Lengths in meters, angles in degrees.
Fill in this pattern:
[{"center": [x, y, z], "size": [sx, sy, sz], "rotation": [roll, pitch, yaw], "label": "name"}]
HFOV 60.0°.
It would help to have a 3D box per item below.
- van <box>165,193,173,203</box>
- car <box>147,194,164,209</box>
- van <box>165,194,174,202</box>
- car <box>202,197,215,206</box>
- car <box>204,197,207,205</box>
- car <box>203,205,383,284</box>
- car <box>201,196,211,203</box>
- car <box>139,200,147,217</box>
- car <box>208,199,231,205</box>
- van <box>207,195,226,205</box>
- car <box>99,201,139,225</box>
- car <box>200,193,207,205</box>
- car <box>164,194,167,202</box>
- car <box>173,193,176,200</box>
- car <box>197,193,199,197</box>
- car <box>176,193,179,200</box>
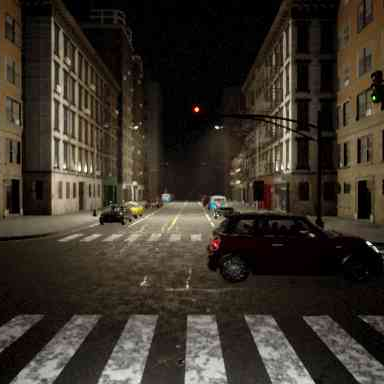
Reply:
[{"center": [-5.295, 1.317, 67.007], "size": [1.690, 1.788, 3.998], "rotation": [0, 0, 0], "label": "van"}, {"center": [-5.318, 1.423, 45.383], "size": [1.967, 1.590, 4.097], "rotation": [0, 0, 0], "label": "car"}, {"center": [-5.283, 1.314, 77.820], "size": [1.690, 1.788, 3.998], "rotation": [0, 0, 0], "label": "van"}, {"center": [2.760, 1.545, 56.180], "size": [1.947, 1.339, 4.313], "rotation": [0, 0, 0], "label": "car"}, {"center": [2.723, 1.567, 39.962], "size": [1.802, 1.307, 4.206], "rotation": [0, 0, 0], "label": "car"}, {"center": [2.643, 1.368, 9.132], "size": [4.553, 1.767, 2.097], "rotation": [0, 0, 0], "label": "car"}, {"center": [2.785, 1.501, 67.162], "size": [1.752, 1.417, 4.829], "rotation": [0, 0, 0], "label": "car"}, {"center": [-5.337, 1.514, 28.994], "size": [1.752, 1.417, 4.829], "rotation": [0, 0, 0], "label": "car"}, {"center": [2.698, 1.540, 29.149], "size": [2.008, 1.369, 4.403], "rotation": [0, 0, 0], "label": "car"}, {"center": [2.710, 1.328, 34.555], "size": [1.690, 1.788, 3.998], "rotation": [0, 0, 0], "label": "van"}, {"center": [-5.342, 1.542, 23.758], "size": [2.008, 1.369, 4.403], "rotation": [0, 0, 0], "label": "car"}, {"center": [2.748, 1.296, 50.774], "size": [2.192, 1.841, 5.009], "rotation": [0, 0, 0], "label": "car"}, {"center": [-5.313, 1.507, 50.619], "size": [1.752, 1.417, 4.829], "rotation": [0, 0, 0], "label": "car"}, {"center": [-5.288, 1.289, 72.414], "size": [2.192, 1.841, 5.009], "rotation": [0, 0, 0], "label": "car"}, {"center": [2.822, 1.515, 83.211], "size": [1.887, 1.381, 4.507], "rotation": [0, 0, 0], "label": "car"}, {"center": [-5.271, 1.519, 88.633], "size": [2.008, 1.369, 4.403], "rotation": [0, 0, 0], "label": "car"}]
